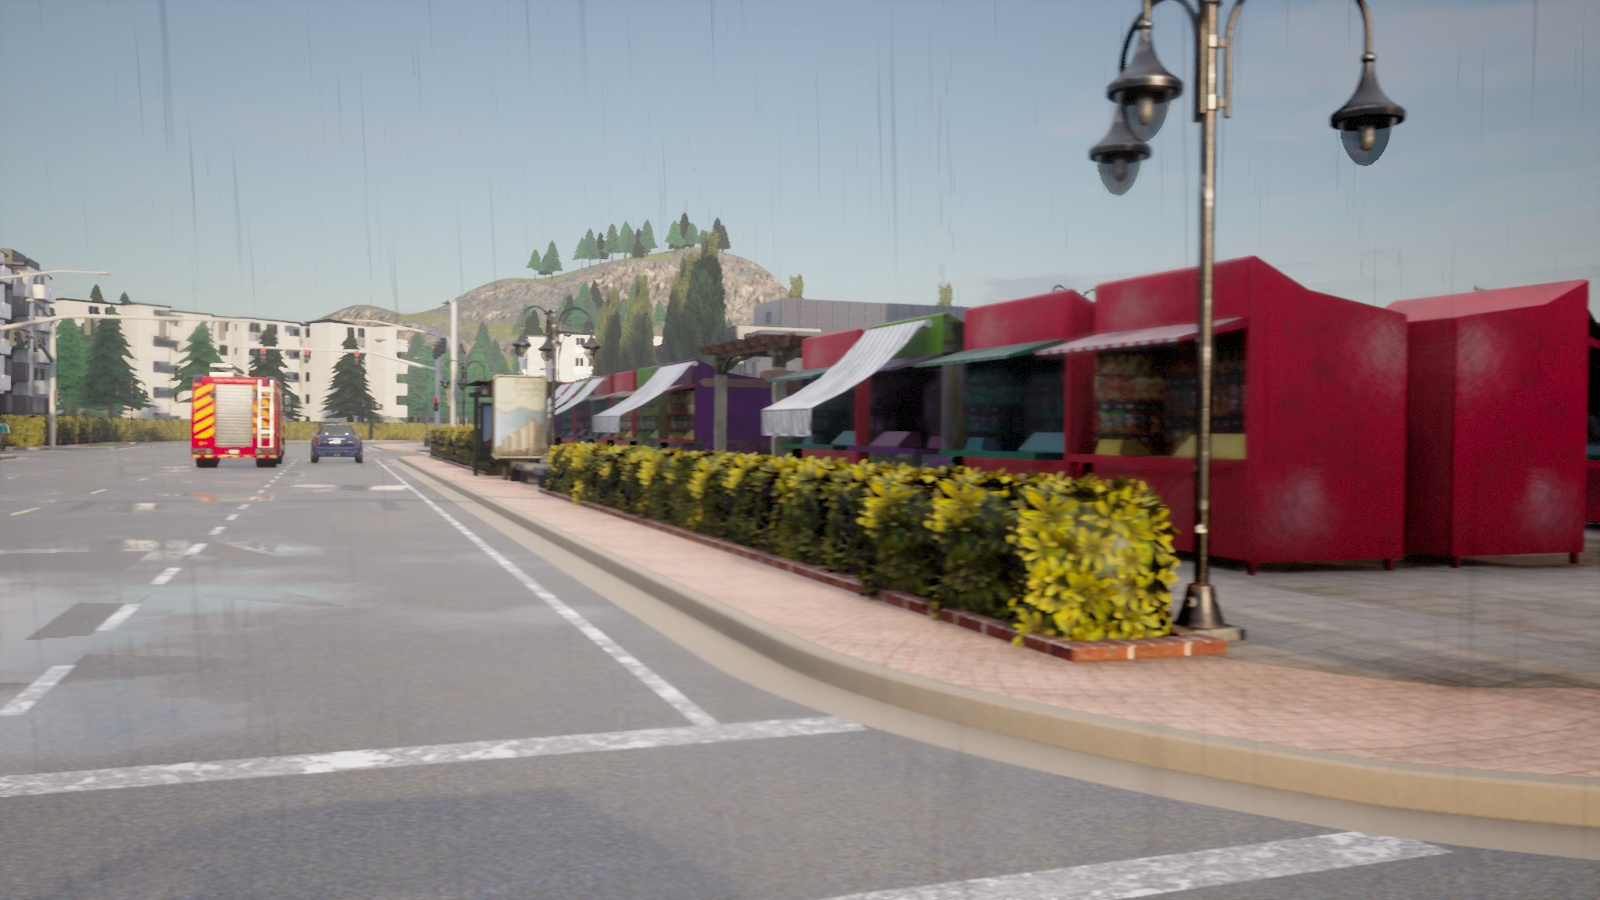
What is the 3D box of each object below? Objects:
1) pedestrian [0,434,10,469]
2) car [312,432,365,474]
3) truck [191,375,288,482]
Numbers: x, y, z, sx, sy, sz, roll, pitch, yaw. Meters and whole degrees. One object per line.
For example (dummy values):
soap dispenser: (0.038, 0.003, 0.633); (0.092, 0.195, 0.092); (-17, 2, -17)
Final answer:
pedestrian: (-43.187, 0.074, 68.230); (0.396, 1.930, 0.692); (-1, 1, -27)
car: (-20.328, 0.089, 55.323); (2.097, 1.767, 4.553); (-1, 1, -20)
truck: (-21.873, -0.832, 49.389); (2.891, 3.827, 8.468); (-1, 1, -20)
